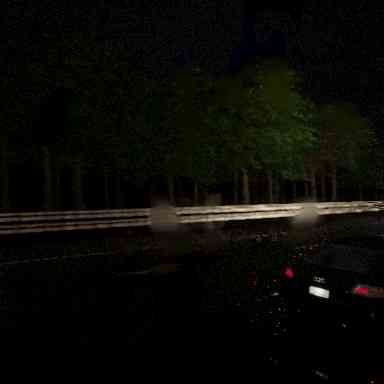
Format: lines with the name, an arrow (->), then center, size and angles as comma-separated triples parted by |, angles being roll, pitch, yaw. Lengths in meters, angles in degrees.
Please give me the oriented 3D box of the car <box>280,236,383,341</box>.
car -> 3.663, 1.568, 6.480 | 4.181, 1.385, 1.994 | 0, 0, -35
